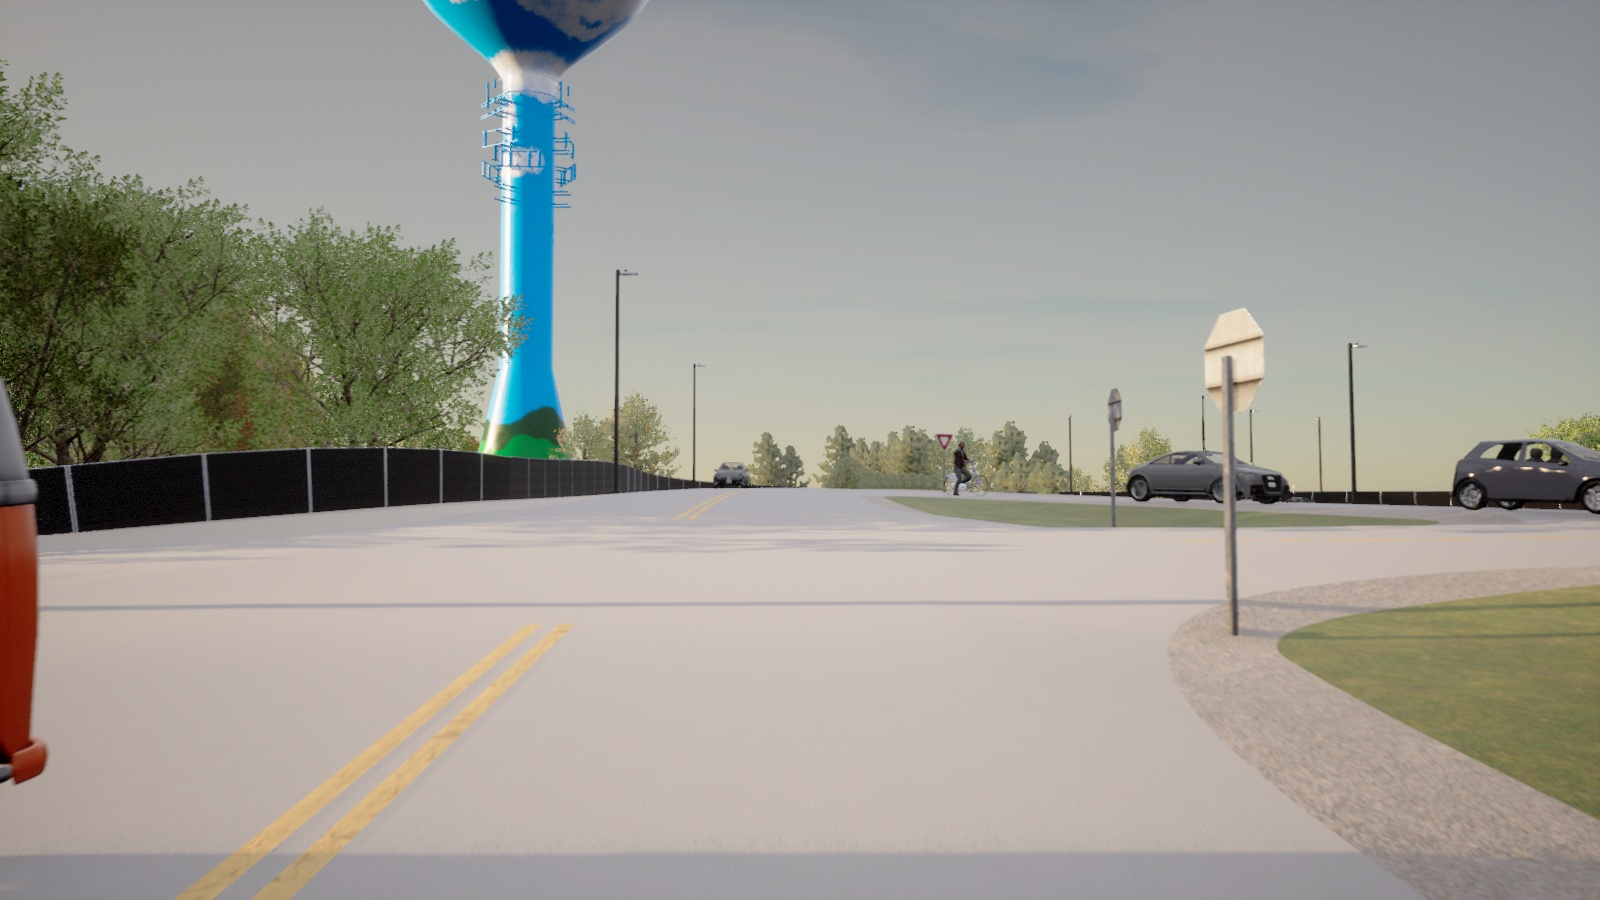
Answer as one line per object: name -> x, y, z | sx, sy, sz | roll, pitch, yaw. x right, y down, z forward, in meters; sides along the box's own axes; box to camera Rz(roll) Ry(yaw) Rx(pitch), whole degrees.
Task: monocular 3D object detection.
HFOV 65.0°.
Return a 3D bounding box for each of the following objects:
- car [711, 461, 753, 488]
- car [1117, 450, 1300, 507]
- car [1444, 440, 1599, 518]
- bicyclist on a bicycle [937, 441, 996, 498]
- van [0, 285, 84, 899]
car -> -3.866, 1.422, 71.734 | 2.007, 1.525, 4.514 | 0, -2, 2
car -> 10.585, 0.729, 32.788 | 1.994, 1.385, 4.181 | 2, -2, -35
car -> 15.369, 0.583, 25.500 | 1.845, 1.501, 3.633 | 2, -1, -31
bicyclist on a bicycle -> 5.283, 0.632, 39.918 | 0.659, 1.776, 1.843 | 2, -2, -43
van -> -3.470, 0.481, 2.281 | 1.775, 1.987, 4.442 | 0, 1, 0
